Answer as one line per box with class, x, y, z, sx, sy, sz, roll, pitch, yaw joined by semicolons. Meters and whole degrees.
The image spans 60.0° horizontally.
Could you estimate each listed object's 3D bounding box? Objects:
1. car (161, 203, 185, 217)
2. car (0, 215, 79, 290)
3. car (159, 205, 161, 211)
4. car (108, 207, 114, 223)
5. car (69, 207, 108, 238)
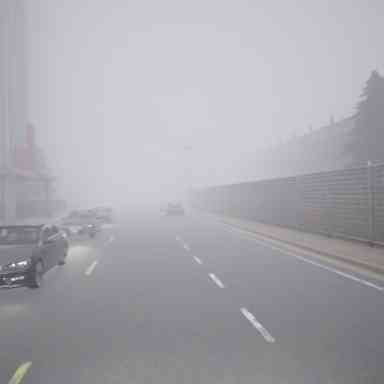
car;-1.930;1.918;36.805;2.128;1.511;4.902;-1;-1;-8
car;-4.934;1.696;9.678;2.128;1.511;4.902;-1;-1;-9
car;-3.735;2.189;48.178;1.895;1.301;4.718;-1;-1;-9
car;-8.130;2.045;30.302;2.033;1.411;5.357;-1;-1;-9
car;-6.517;1.841;19.838;2.128;1.511;4.902;-1;-1;-9
